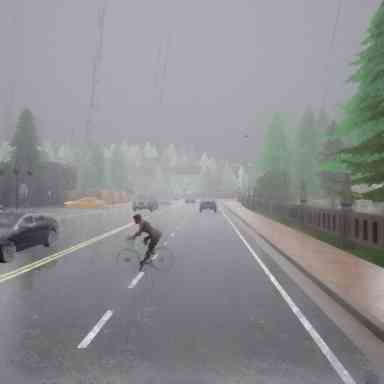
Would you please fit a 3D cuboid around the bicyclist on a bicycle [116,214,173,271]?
[{"bbox_3d":[-1.358,1.453,9.408,1.656,1.620,0.582,-2,0,3],"label":"bicyclist on a bicycle"}]

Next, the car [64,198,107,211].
[{"bbox_3d":[-13.190,1.464,41.256,5.008,1.535,1.882,0,2,-24],"label":"car"}]

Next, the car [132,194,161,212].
[{"bbox_3d":[-5.335,1.221,38.554,2.150,2.045,5.566,0,0,3],"label":"car"}]

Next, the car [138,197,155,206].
[{"bbox_3d":[-7.892,1.547,57.946,2.033,1.411,5.357,0,0,3],"label":"car"}]

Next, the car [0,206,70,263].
[{"bbox_3d":[-6.589,1.492,12.060,2.128,1.511,4.902,0,0,3],"label":"car"}]

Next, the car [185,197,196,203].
[{"bbox_3d":[-0.287,1.600,66.582,1.895,1.301,4.718,0,0,3],"label":"car"}]

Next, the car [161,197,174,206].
[{"bbox_3d":[-4.526,1.600,55.241,1.895,1.301,4.718,0,0,3],"label":"car"}]

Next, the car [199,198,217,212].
[{"bbox_3d":[1.904,1.504,39.197,1.837,1.490,4.892,0,0,3],"label":"car"}]

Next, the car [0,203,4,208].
[{"bbox_3d":[-24.277,1.452,38.424,4.902,1.511,2.128,0,0,5],"label":"car"}]
